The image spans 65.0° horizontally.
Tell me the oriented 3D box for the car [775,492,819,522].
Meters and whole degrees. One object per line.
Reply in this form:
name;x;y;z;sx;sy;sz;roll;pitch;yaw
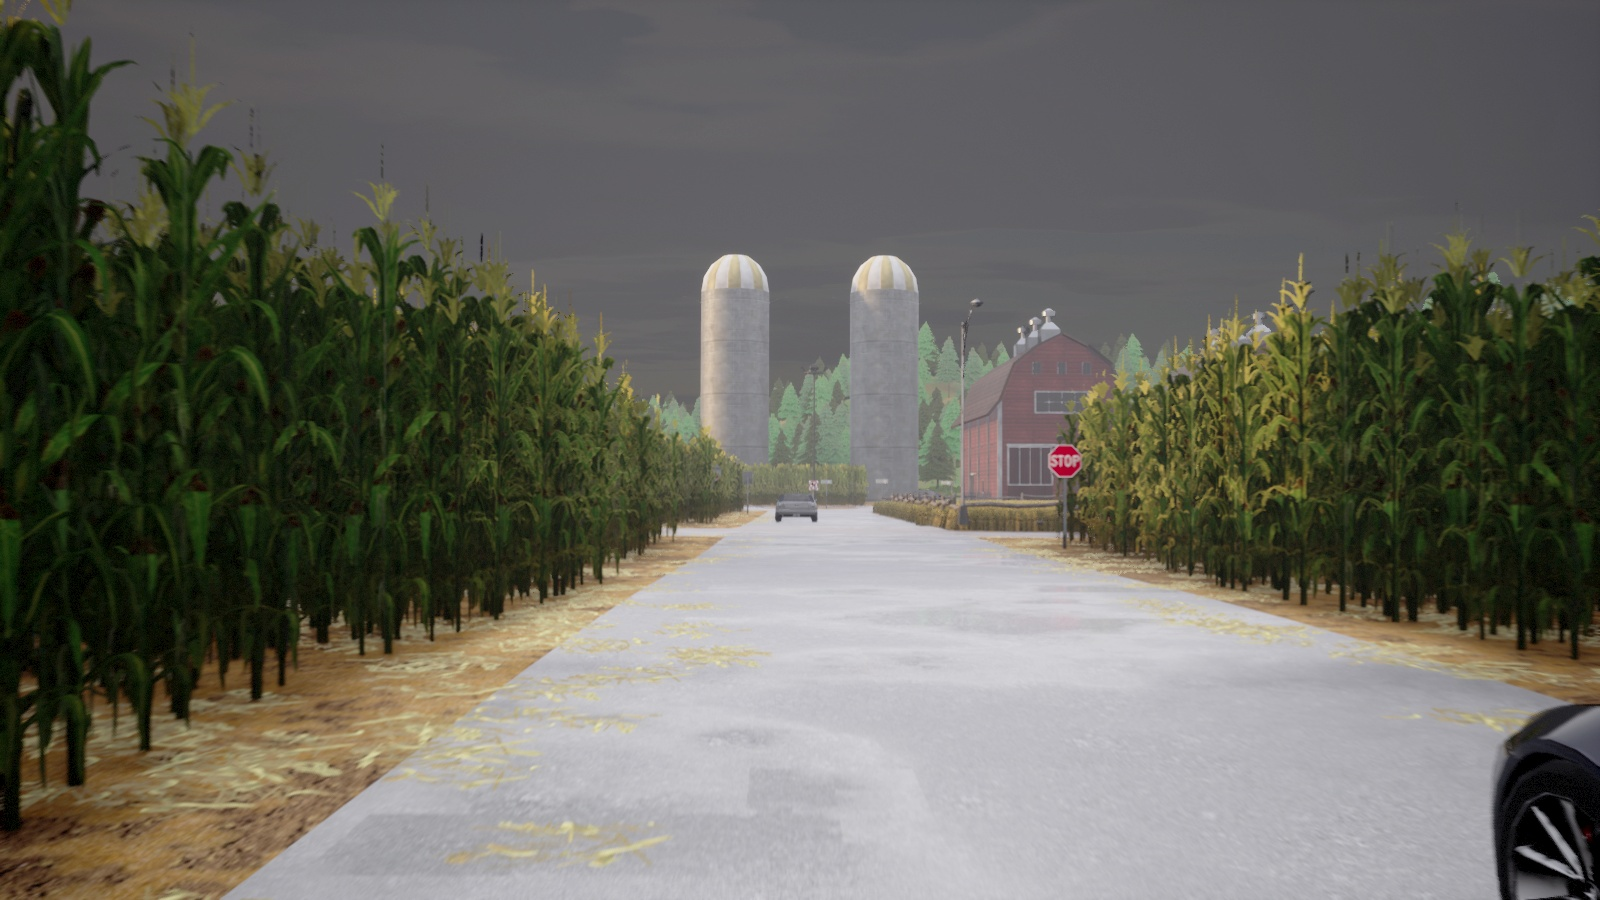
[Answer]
car;-0.136;2.594;57.128;1.895;1.301;4.718;0;-2;0

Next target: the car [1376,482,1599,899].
car;3.095;0.826;1.971;2.163;1.488;4.792;0;-1;0
